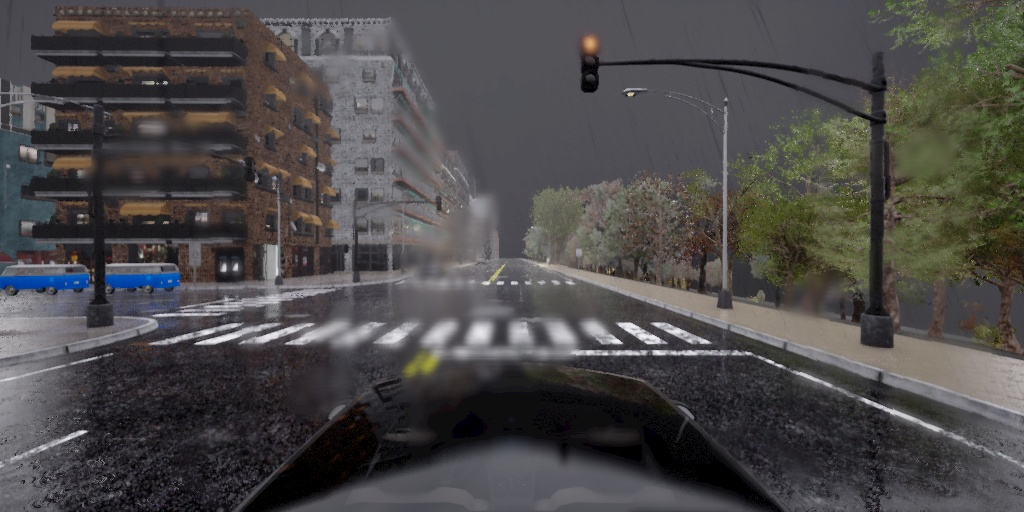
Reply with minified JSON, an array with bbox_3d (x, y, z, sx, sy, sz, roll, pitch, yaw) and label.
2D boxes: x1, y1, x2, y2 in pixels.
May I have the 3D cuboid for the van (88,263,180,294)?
[{"bbox_3d":[-22.759,1.345,21.904,3.998,1.789,1.690,0,0,-1],"label":"van"}]

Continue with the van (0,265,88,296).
[{"bbox_3d":[-28.360,1.419,21.816,3.998,1.789,1.690,0,0,-1],"label":"van"}]

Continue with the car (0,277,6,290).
[{"bbox_3d":[-22.655,1.620,13.558,4.207,1.307,1.802,0,0,-1],"label":"car"}]

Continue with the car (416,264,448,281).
[{"bbox_3d":[-6.555,1.359,29.747,1.994,1.385,4.181,0,1,0],"label":"car"}]
